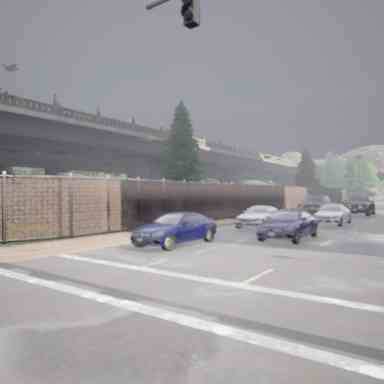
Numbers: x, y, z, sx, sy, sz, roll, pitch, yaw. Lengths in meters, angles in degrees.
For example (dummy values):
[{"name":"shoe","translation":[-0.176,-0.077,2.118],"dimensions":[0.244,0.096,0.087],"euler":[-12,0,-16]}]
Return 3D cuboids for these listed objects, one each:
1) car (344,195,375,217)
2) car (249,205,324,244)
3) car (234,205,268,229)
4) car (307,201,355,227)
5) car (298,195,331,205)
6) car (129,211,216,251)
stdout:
[{"name":"car","translation":[16.405,1.279,32.548],"dimensions":[2.150,2.045,5.566],"euler":[-1,0,36]},{"name":"car","translation":[4.763,1.573,16.291],"dimensions":[1.812,1.442,4.674],"euler":[-1,-1,35]},{"name":"car","translation":[4.484,1.616,21.944],"dimensions":[1.812,1.442,4.674],"euler":[-1,0,36]},{"name":"car","translation":[9.916,1.579,23.496],"dimensions":[1.812,1.442,4.674],"euler":[-1,-1,36]},{"name":"car","translation":[12.038,1.320,32.472],"dimensions":[2.150,2.045,5.566],"euler":[-1,-1,36]},{"name":"car","translation":[-0.656,1.611,14.812],"dimensions":[1.812,1.442,4.674],"euler":[-1,-1,37]}]
